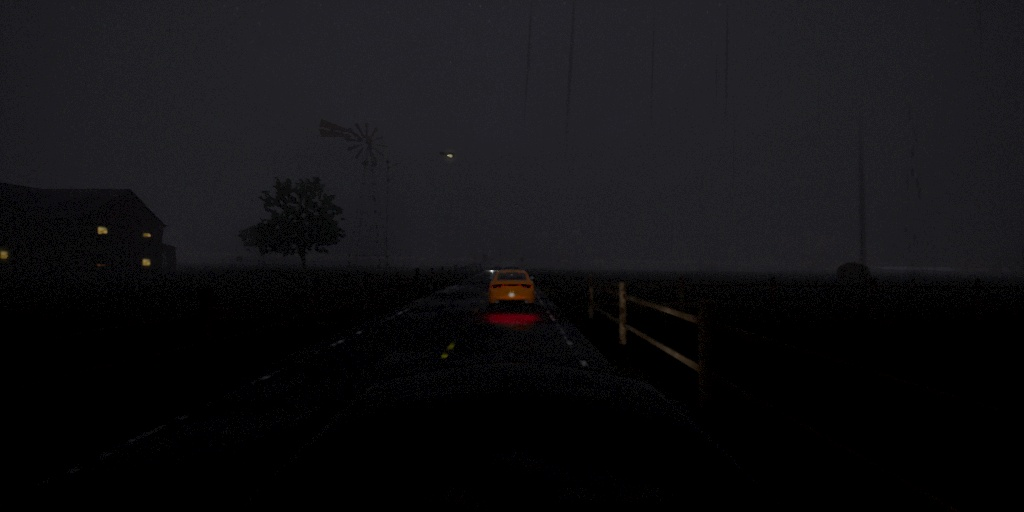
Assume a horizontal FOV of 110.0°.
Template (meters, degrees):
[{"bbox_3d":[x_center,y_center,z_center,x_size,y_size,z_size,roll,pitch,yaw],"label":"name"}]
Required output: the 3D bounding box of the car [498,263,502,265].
[{"bbox_3d":[-0.022,1.567,30.846,2.033,1.411,5.357,0,0,0],"label":"car"}]

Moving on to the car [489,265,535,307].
[{"bbox_3d":[-0.006,1.364,16.332,1.882,1.535,5.008,0,0,0],"label":"car"}]
